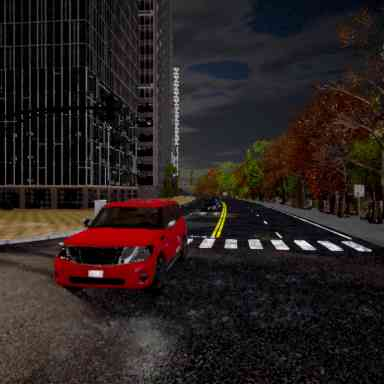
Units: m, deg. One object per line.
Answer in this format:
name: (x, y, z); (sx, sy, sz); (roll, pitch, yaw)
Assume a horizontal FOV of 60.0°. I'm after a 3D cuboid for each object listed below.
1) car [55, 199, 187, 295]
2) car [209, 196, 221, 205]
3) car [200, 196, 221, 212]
car: (-1.497, 1.241, 9.206); (2.150, 2.045, 5.566); (0, 0, 8)
car: (4.107, 1.454, 58.893); (1.882, 1.535, 5.008); (0, 0, 5)
car: (2.073, 1.545, 38.181); (1.837, 1.490, 4.892); (0, 0, 6)
